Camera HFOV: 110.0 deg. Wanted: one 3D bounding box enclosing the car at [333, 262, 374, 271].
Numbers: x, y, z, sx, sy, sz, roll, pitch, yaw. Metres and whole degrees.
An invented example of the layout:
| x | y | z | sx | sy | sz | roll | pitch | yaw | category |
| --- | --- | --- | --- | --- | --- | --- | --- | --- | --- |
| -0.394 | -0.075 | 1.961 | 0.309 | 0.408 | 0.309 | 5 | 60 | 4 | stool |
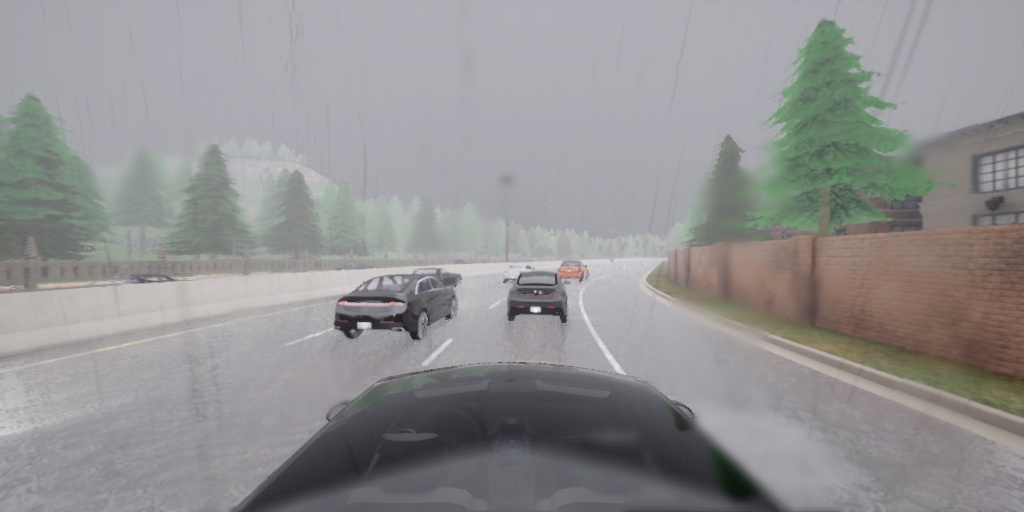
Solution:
| x | y | z | sx | sy | sz | roll | pitch | yaw | category |
| --- | --- | --- | --- | --- | --- | --- | --- | --- | --- |
| -15.450 | 1.270 | 35.120 | 1.994 | 1.385 | 4.181 | 0 | 0 | 18 | car |

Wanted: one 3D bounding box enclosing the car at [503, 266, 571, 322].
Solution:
| x | y | z | sx | sy | sz | roll | pitch | yaw | category |
| --- | --- | --- | --- | --- | --- | --- | --- | --- | --- |
| 0.968 | 1.270 | 12.541 | 1.837 | 1.490 | 4.892 | 0 | 0 | 7 | car |

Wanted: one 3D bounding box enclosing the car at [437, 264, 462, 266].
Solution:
| x | y | z | sx | sy | sz | roll | pitch | yaw | category |
| --- | --- | --- | --- | --- | --- | --- | --- | --- | --- |
| -4.604 | 1.347 | 21.294 | 1.895 | 1.301 | 4.718 | 0 | 0 | 12 | car |

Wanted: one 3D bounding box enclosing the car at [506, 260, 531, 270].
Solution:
| x | y | z | sx | sy | sz | roll | pitch | yaw | category |
| --- | --- | --- | --- | --- | --- | --- | --- | --- | --- |
| 0.683 | 1.303 | 27.632 | 1.812 | 1.442 | 4.674 | 0 | 0 | 16 | car |

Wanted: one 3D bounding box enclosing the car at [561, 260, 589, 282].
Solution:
| x | y | z | sx | sy | sz | roll | pitch | yaw | category |
| --- | --- | --- | --- | --- | --- | --- | --- | --- | --- |
| 5.133 | 1.153 | 29.933 | 2.097 | 1.767 | 4.553 | 0 | 0 | 18 | car |

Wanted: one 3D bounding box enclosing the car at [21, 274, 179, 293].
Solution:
| x | y | z | sx | sy | sz | roll | pitch | yaw | category |
| --- | --- | --- | --- | --- | --- | --- | --- | --- | --- |
| -13.356 | 1.296 | 12.297 | 1.895 | 1.301 | 4.718 | 0 | 0 | 7 | car |

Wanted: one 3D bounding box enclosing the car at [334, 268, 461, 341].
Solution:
| x | y | z | sx | sy | sz | roll | pitch | yaw | category |
| --- | --- | --- | --- | --- | --- | --- | --- | --- | --- |
| -2.854 | 1.235 | 9.863 | 2.128 | 1.511 | 4.902 | 0 | 0 | 5 | car |

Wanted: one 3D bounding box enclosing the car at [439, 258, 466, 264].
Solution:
| x | y | z | sx | sy | sz | roll | pitch | yaw | category |
| --- | --- | --- | --- | --- | --- | --- | --- | --- | --- |
| -7.705 | 1.104 | 45.699 | 2.097 | 1.767 | 4.553 | 0 | 0 | 23 | car |
